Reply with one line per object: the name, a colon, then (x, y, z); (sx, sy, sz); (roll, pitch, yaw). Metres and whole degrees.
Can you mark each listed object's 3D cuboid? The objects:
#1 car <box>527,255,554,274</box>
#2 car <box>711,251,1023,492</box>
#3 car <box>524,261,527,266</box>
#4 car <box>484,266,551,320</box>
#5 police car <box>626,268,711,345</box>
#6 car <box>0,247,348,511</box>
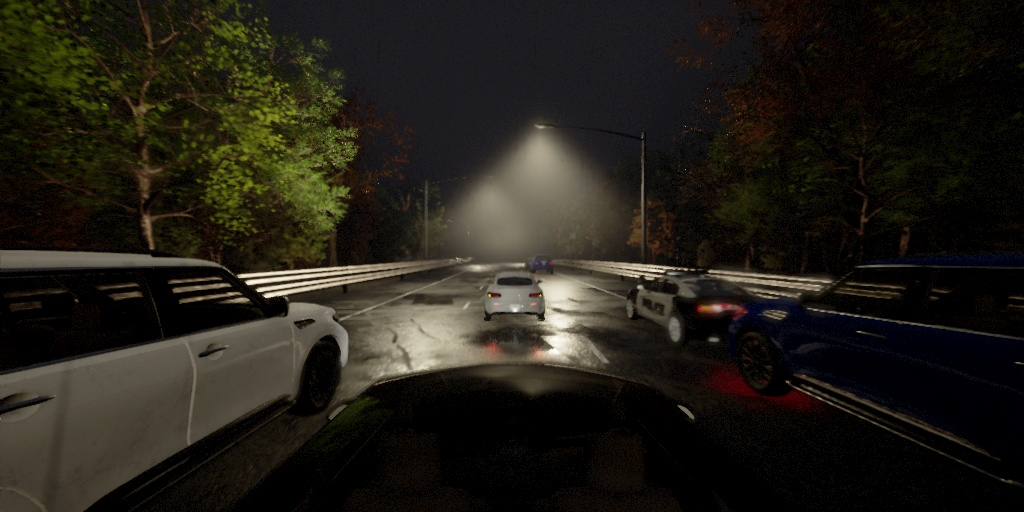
car: (3.189, 0.863, 39.070); (2.150, 2.045, 5.566); (0, 0, -1)
car: (4.550, 0.974, 3.410); (2.150, 2.045, 5.566); (0, 0, 0)
car: (2.819, 1.171, 50.790); (2.033, 1.411, 5.357); (0, 0, -2)
car: (0.082, 1.238, 12.234); (1.812, 1.442, 4.674); (0, 0, 0)
police car: (4.542, 1.152, 9.529); (1.930, 1.638, 5.238); (0, 0, 0)
car: (-3.430, 0.962, 2.780); (2.150, 2.045, 5.566); (0, 0, 0)
